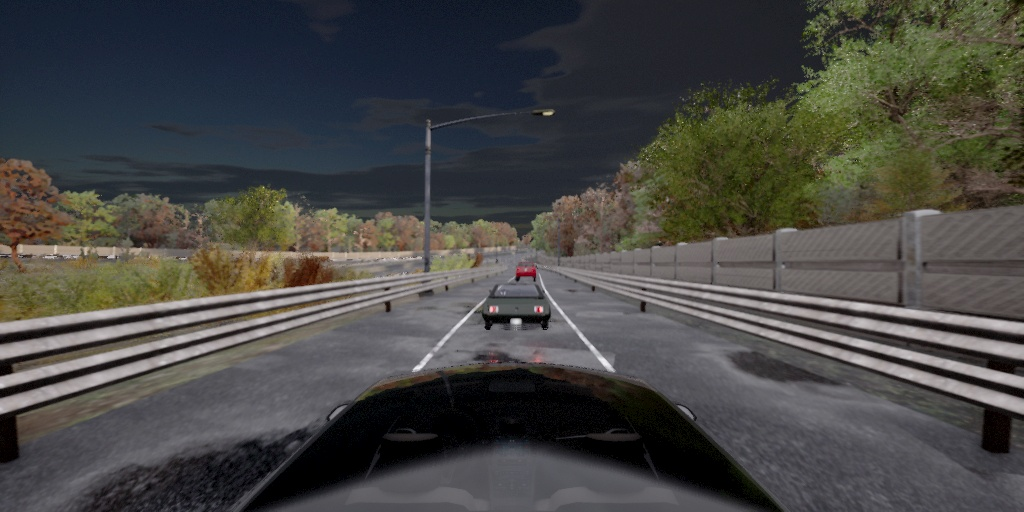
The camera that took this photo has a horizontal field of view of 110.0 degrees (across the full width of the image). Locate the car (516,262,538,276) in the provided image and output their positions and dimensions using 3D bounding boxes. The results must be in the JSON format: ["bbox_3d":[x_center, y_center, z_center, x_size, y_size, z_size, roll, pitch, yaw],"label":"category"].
[{"bbox_3d":[1.585,1.670,39.280,2.150,2.045,5.566,0,-2,4],"label":"car"}]

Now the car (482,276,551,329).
[{"bbox_3d":[0.163,1.501,11.795,1.895,1.301,4.718,0,-1,1],"label":"car"}]
